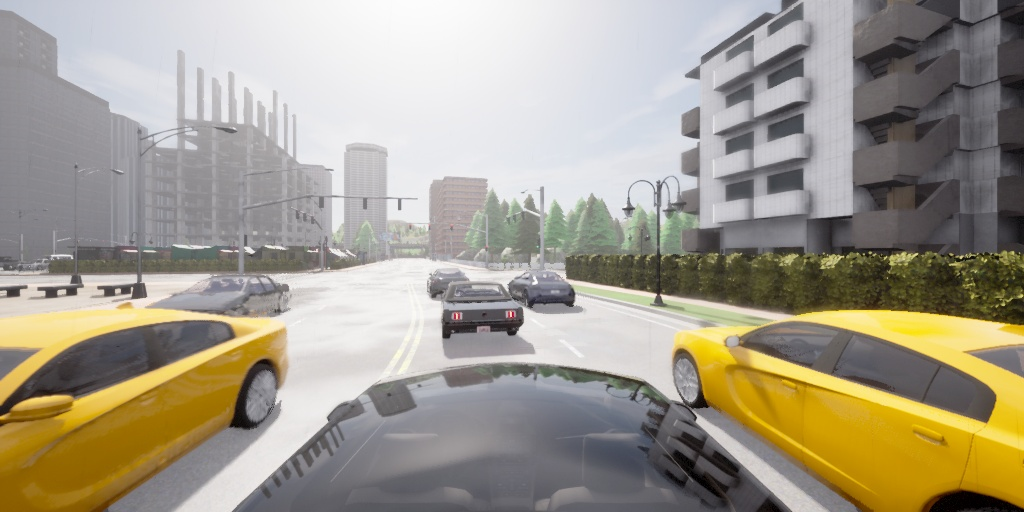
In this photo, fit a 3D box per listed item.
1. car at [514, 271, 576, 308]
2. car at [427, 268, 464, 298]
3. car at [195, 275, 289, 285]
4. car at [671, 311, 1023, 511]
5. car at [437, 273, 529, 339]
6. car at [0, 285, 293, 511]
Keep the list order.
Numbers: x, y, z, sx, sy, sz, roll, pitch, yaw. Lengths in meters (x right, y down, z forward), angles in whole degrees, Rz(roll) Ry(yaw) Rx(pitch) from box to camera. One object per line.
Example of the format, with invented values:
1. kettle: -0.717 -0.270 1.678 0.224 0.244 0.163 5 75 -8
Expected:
1. car: 1.127 1.314 15.415 1.994 1.385 4.181 0 0 -14
2. car: -3.327 1.314 18.642 1.994 1.385 4.181 0 0 -16
3. car: -8.560 1.298 11.043 2.033 1.411 5.357 0 0 -14
4. car: 3.305 1.228 3.199 1.882 1.535 5.008 0 0 -3
5. car: -1.080 1.351 10.175 1.895 1.301 4.718 0 0 -12
6. car: -3.778 1.227 2.731 1.882 1.535 5.008 0 0 -4
